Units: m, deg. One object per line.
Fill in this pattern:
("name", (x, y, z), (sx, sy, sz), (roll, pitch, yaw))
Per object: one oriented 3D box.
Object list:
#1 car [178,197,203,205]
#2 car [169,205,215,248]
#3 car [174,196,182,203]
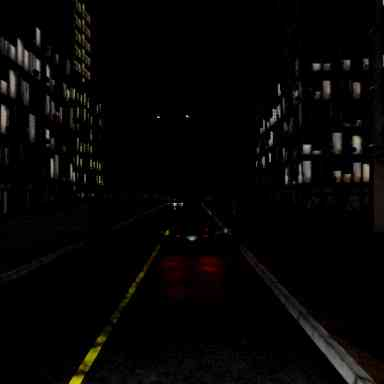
("car", (0.000, 1.496, 29.652), (1.882, 1.535, 5.008), (0, 0, 0))
("car", (0.000, 1.536, 14.651), (1.812, 1.442, 4.674), (0, 0, 0))
("car", (-2.750, 1.559, 69.743), (1.837, 1.490, 4.892), (0, 0, 0))
